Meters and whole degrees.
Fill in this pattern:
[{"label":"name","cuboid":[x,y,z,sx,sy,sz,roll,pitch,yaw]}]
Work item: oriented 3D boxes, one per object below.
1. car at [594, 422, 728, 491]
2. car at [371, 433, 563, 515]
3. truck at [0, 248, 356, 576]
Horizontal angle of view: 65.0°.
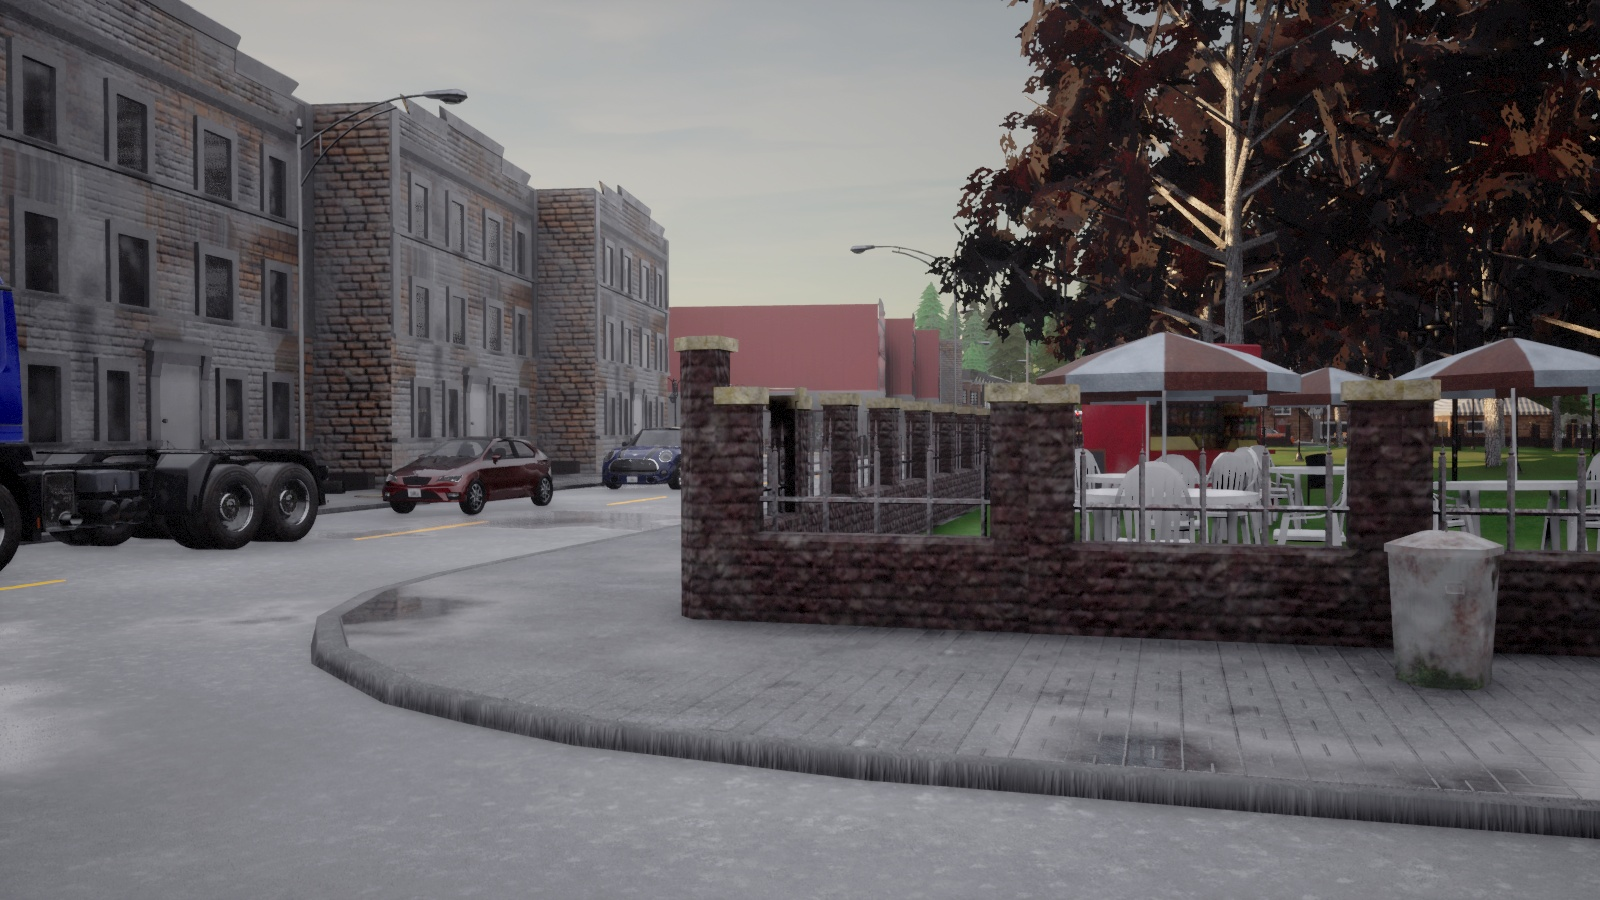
[{"label":"car","cuboid":[-3.740,0.116,34.691,2.097,1.767,4.553,0,1,16]},{"label":"car","cuboid":[-6.526,0.413,25.123,1.816,1.474,4.193,0,1,16]},{"label":"truck","cuboid":[-9.261,-0.441,15.699,2.891,3.462,7.936,0,1,16]}]
